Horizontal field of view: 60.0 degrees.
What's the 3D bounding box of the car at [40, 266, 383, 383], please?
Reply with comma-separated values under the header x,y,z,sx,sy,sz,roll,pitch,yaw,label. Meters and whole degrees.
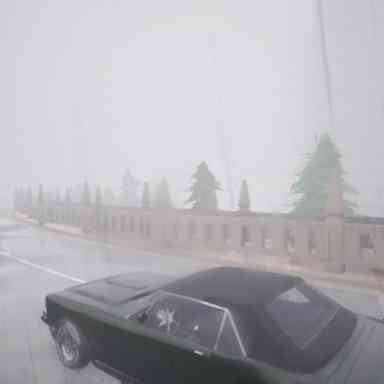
x,y,z,sx,sy,sz,roll,pitch,yaw,label
0.192,1.615,3.995,4.718,1.301,1.895,0,0,37,car
